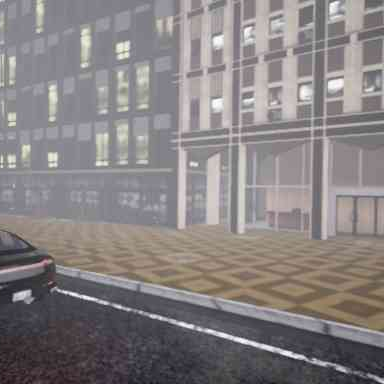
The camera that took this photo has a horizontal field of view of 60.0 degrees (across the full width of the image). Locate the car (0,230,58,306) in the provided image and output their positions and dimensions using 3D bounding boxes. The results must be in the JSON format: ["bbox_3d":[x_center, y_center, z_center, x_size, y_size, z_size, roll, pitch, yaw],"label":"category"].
[{"bbox_3d":[-4.811,1.490,6.824,4.902,1.511,2.128,0,0,34],"label":"car"}]
